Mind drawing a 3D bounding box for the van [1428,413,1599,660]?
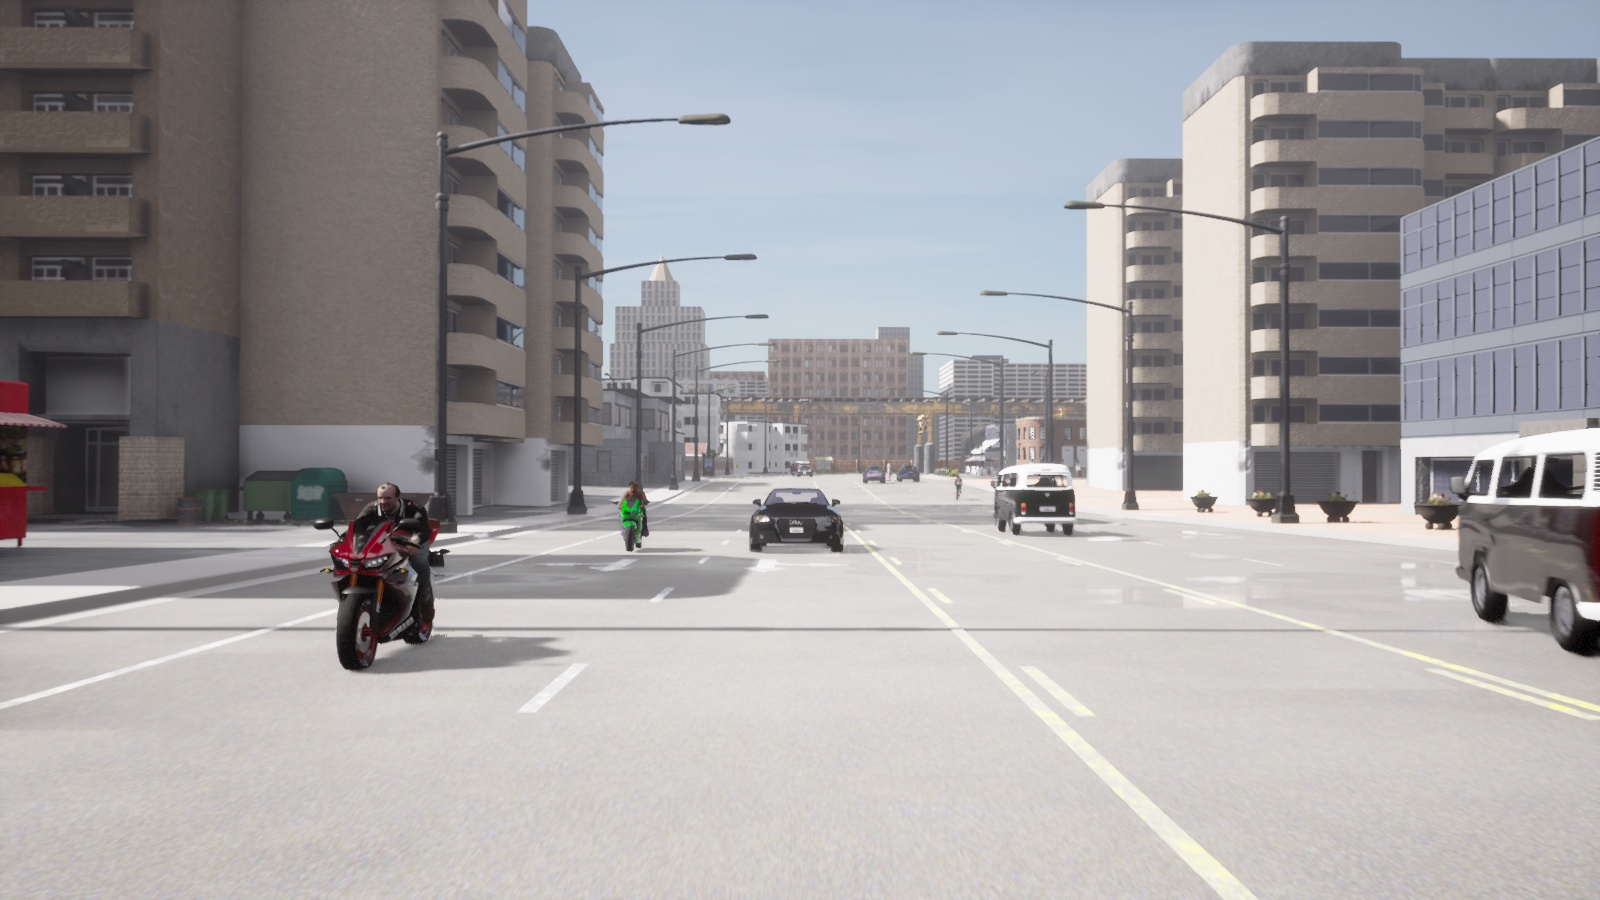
[{"bbox_3d":[7.920,0.750,12.379,2.069,2.038,4.480,-1,-1,13],"label":"van"}]

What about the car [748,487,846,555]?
[{"bbox_3d":[-0.065,1.524,27.932,1.994,1.385,4.181,0,-2,0],"label":"car"}]

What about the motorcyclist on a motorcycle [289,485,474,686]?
[{"bbox_3d":[-3.526,1.080,10.821,0.866,1.530,2.191,0,-1,0],"label":"motorcyclist on a motorcycle"}]

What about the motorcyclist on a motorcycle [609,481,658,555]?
[{"bbox_3d":[-3.564,1.439,27.063,0.797,1.523,2.044,0,-1,0],"label":"motorcyclist on a motorcycle"}]

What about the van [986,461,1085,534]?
[{"bbox_3d":[6.912,1.393,37.313,2.069,2.038,4.480,0,-2,0],"label":"van"}]
